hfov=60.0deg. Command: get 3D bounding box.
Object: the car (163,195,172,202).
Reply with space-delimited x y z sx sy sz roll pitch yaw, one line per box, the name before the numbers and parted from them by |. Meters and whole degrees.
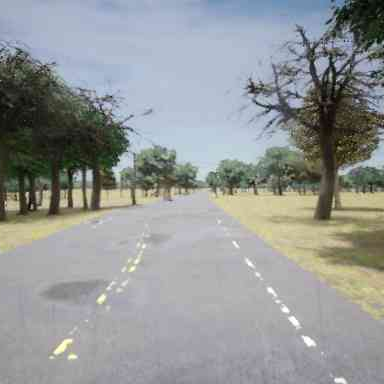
car | -5.572 1.555 76.164 1.837 1.490 4.892 0 0 1
